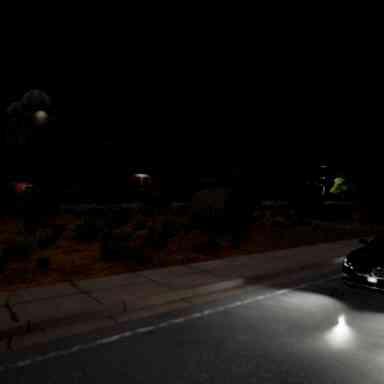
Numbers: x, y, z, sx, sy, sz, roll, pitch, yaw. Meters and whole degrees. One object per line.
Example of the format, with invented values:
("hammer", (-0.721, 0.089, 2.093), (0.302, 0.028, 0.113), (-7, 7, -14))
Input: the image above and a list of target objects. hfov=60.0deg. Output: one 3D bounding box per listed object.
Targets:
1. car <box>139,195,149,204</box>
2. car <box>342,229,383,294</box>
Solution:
("car", (-10.608, 1.682, 75.199), (1.905, 1.878, 3.866), (6, 2, 6))
("car", (5.716, 1.632, 8.513), (4.892, 1.490, 1.837), (1, -1, -38))
